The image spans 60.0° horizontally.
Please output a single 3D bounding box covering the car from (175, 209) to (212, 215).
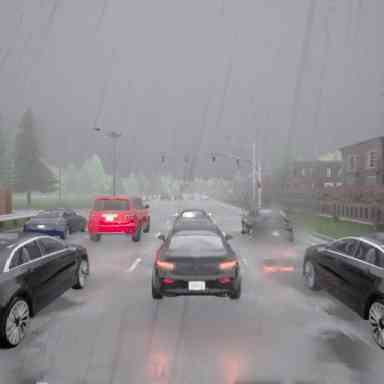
[{"bbox_3d":[0.062,1.563,17.063,1.994,1.385,4.181,0,0,0],"label":"car"}]

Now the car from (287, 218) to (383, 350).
[{"bbox_3d":[3.585,1.491,6.132,2.128,1.511,4.902,0,0,0],"label":"car"}]

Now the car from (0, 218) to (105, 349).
[{"bbox_3d":[-3.417,1.491,6.231,2.128,1.511,4.902,0,0,0],"label":"car"}]

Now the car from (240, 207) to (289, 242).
[{"bbox_3d":[3.561,1.504,16.273,1.837,1.490,4.892,0,0,0],"label":"car"}]

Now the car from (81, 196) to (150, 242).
[{"bbox_3d":[-3.435,1.220,16.541,2.150,2.045,5.566,0,0,0],"label":"car"}]

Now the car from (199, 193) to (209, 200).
[{"bbox_3d":[3.378,1.210,89.825,2.150,2.045,5.566,0,0,0],"label":"car"}]

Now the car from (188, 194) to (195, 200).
[{"bbox_3d":[-0.122,1.525,89.790,2.033,1.411,5.357,0,0,0],"label":"car"}]

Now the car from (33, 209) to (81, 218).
[{"bbox_3d":[-6.936,1.563,17.315,1.994,1.385,4.181,0,0,0],"label":"car"}]

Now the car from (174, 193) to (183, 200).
[{"bbox_3d":[-3.622,1.210,89.815,2.150,2.045,5.566,0,0,0],"label":"car"}]

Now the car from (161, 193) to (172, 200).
[{"bbox_3d":[-7.122,1.210,89.810,2.150,2.045,5.566,0,0,0],"label":"car"}]

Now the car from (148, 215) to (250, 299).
[{"bbox_3d":[0.085,1.525,8.315,1.812,1.442,4.674,0,0,0],"label":"car"}]
